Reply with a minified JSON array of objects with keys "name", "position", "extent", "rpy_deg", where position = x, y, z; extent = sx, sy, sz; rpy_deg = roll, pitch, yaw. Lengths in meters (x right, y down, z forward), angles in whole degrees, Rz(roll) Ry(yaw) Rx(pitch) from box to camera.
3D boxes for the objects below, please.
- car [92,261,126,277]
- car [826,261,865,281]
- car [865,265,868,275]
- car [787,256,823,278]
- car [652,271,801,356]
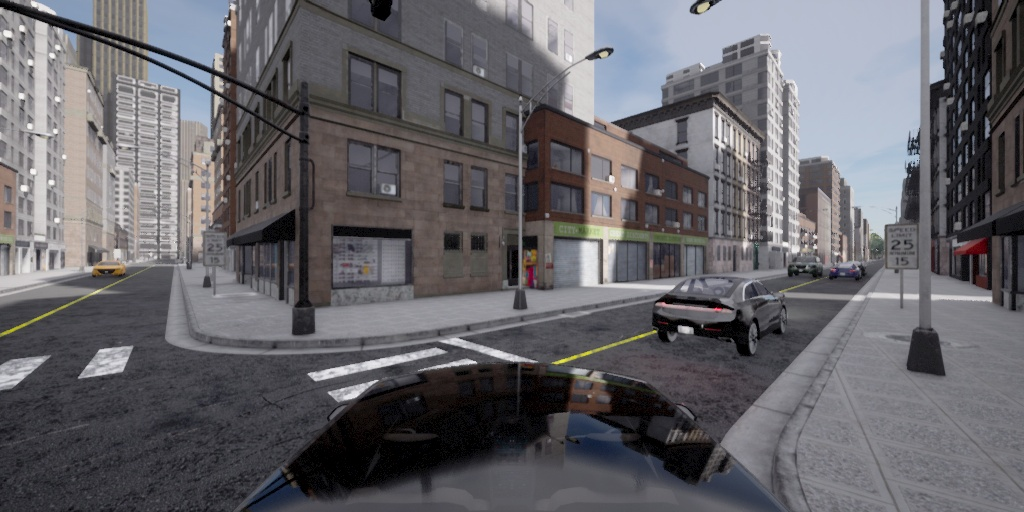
[{"name":"car","position":[-39.334,1.203,35.083],"extent":[1.882,1.535,5.008],"rpy_deg":[0,0,-43]},{"name":"car","position":[28.623,1.311,30.762],"extent":[4.674,1.442,1.812],"rpy_deg":[0,0,-43]},{"name":"car","position":[36.083,1.280,37.870],"extent":[5.008,1.535,1.882],"rpy_deg":[0,0,-43]},{"name":"car","position":[28.767,1.012,35.111],"extent":[5.566,2.045,2.150],"rpy_deg":[0,0,-43]},{"name":"car","position":[5.177,1.244,8.715],"extent":[4.902,1.511,2.128],"rpy_deg":[0,0,-43]}]
